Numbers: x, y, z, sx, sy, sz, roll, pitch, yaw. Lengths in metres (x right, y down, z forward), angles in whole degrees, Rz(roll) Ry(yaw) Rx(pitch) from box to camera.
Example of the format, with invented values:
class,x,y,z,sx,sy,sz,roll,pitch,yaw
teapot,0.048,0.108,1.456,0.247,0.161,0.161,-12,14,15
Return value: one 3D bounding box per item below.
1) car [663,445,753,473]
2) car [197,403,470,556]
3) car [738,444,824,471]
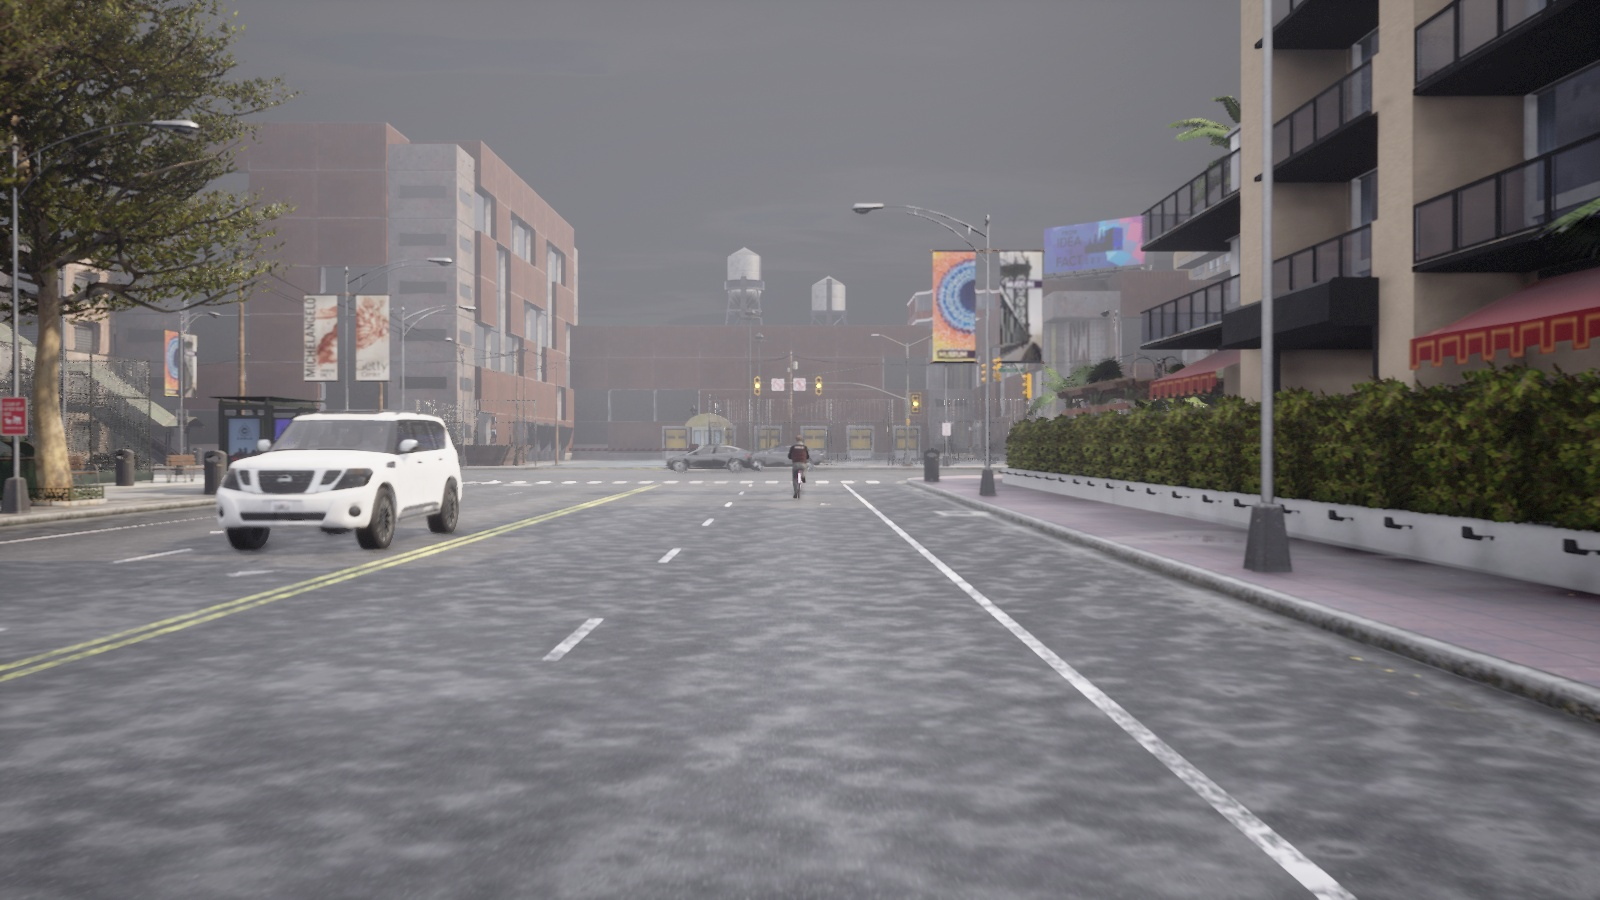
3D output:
class,x,y,z,sx,sy,sz,roll,pitch,yaw
car,-4.991,0.479,68.976,4.792,1.488,2.163,0,0,0
car,-6.991,0.385,19.645,2.150,2.045,5.566,0,0,1
car,-1.082,0.425,72.460,4.902,1.511,2.128,0,0,0
